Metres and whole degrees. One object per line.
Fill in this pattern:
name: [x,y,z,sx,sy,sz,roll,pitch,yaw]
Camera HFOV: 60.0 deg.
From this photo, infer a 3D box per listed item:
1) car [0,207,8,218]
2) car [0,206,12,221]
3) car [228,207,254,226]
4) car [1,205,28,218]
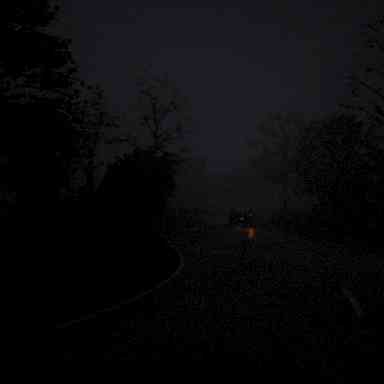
car: [-29.630,3.069,49.879,1.946,1.575,5.366,-2,-1,-9]
car: [-22.892,2.665,38.163,1.946,1.575,5.366,-2,-1,-9]
car: [4.155,1.980,28.261,1.882,1.535,5.008,-1,-1,6]
car: [-26.721,2.851,50.130,2.185,1.767,4.553,-2,-1,-9]
